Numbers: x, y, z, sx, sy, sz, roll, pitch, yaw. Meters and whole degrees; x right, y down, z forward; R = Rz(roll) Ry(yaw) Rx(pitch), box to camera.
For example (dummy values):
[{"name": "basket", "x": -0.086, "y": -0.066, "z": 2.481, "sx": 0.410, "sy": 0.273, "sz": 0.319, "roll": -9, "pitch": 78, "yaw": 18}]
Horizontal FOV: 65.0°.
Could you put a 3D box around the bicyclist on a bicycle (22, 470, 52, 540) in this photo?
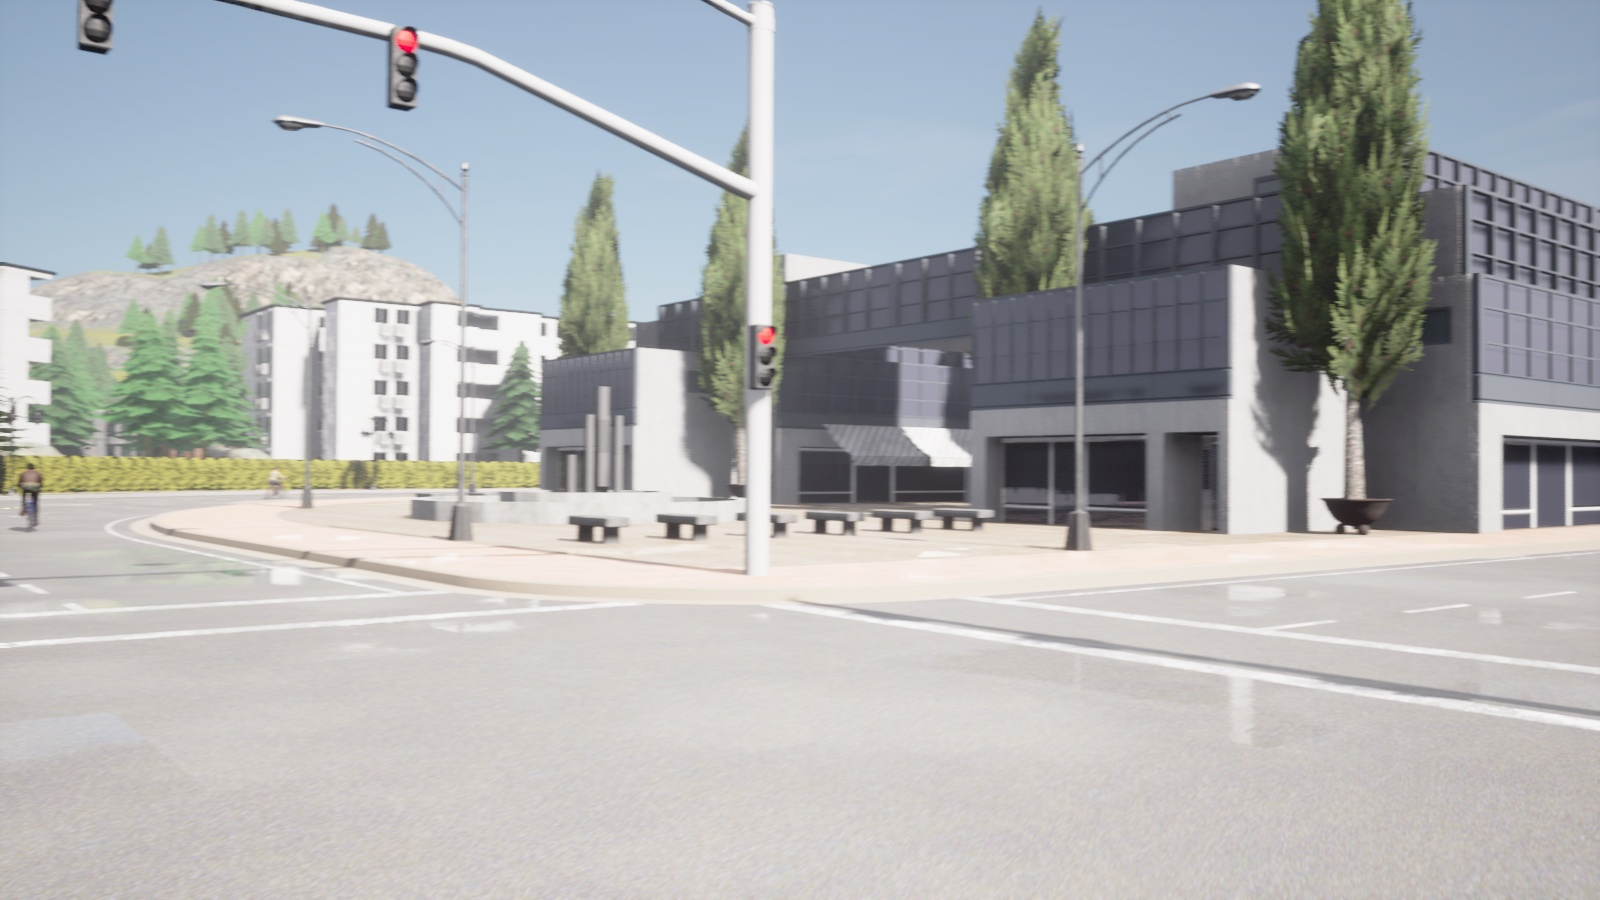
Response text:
[{"name": "bicyclist on a bicycle", "x": -18.223, "y": 1.288, "z": 29.995, "sx": 0.582, "sy": 1.620, "sz": 1.656, "roll": 1, "pitch": -2, "yaw": -31}]
